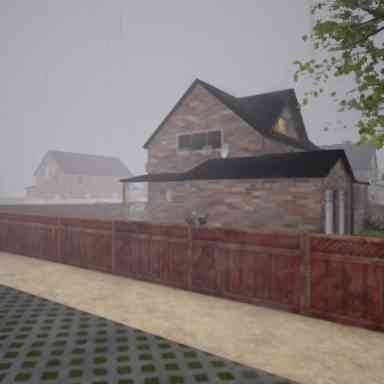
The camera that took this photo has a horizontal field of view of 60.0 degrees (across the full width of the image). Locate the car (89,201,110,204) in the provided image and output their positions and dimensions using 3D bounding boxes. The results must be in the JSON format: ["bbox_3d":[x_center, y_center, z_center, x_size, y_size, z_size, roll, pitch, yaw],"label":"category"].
[{"bbox_3d":[-9.761,1.692,34.627,2.033,1.411,5.357,0,0,35],"label":"car"}]
